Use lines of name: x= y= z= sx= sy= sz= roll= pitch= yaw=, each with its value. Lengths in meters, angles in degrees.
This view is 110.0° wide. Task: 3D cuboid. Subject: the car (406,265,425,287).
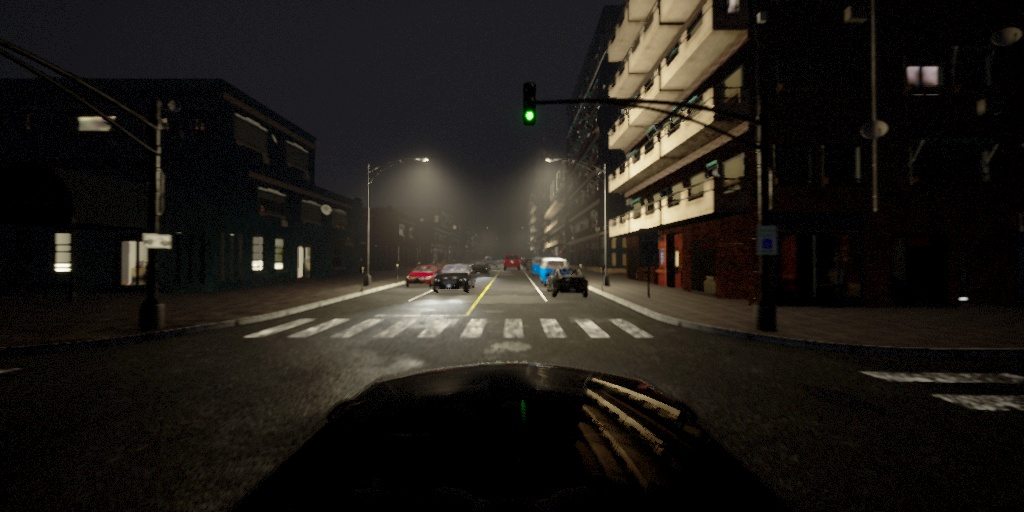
car: x=-5.691 y=1.272 z=23.650 sx=1.802 sy=1.307 sz=4.207 roll=0 pitch=0 yaw=0

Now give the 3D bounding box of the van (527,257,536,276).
van: x=2.690 y=0.998 z=34.848 sx=1.690 sy=1.789 sz=3.998 roll=0 pitch=0 yaw=0

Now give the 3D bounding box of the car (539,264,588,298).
car: x=2.690 y=1.256 z=18.106 sx=2.007 sy=1.370 sz=4.403 roll=0 pitch=0 yaw=0

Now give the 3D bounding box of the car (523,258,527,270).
car: x=2.689 y=1.147 z=46.179 sx=1.751 sy=1.417 sz=4.829 roll=0 pitch=0 yaw=0

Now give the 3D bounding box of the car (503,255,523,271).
car: x=-0.002 y=0.839 z=47.201 sx=2.150 sy=2.045 sz=5.566 roll=0 pitch=0 yaw=0

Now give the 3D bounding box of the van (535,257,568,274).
van: x=2.690 y=1.031 z=23.685 sx=1.690 sy=1.789 sz=3.998 roll=0 pitch=0 yaw=0

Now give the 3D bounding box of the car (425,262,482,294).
car: x=-3.097 y=1.190 z=20.028 sx=2.128 sy=1.511 sz=4.902 roll=0 pitch=0 yaw=0

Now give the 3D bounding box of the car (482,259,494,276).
car: x=-3.091 y=1.255 z=35.583 sx=1.895 sy=1.301 sz=4.718 roll=0 pitch=0 yaw=0

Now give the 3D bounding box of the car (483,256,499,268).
car: x=-3.002 y=0.931 z=52.179 sx=1.812 sy=1.442 sz=4.674 roll=0 pitch=0 yaw=0
